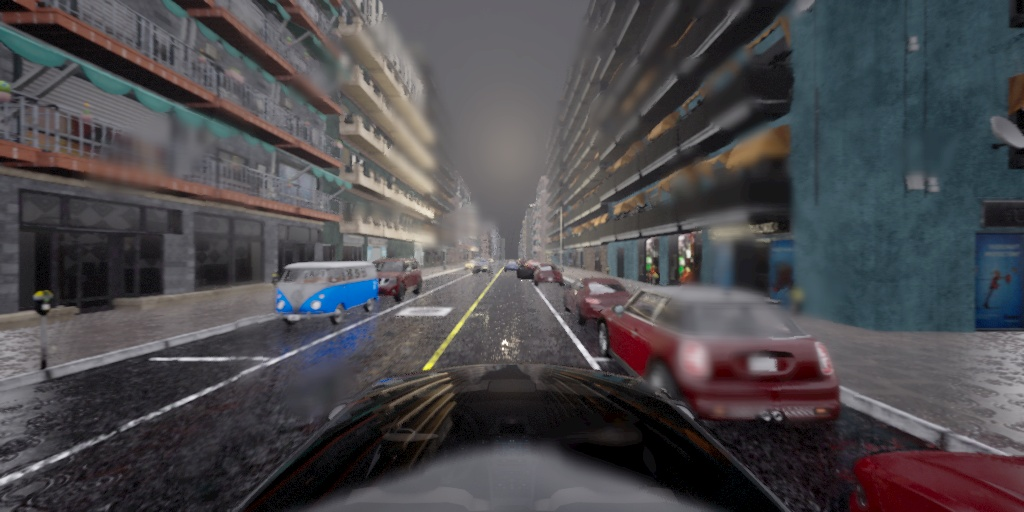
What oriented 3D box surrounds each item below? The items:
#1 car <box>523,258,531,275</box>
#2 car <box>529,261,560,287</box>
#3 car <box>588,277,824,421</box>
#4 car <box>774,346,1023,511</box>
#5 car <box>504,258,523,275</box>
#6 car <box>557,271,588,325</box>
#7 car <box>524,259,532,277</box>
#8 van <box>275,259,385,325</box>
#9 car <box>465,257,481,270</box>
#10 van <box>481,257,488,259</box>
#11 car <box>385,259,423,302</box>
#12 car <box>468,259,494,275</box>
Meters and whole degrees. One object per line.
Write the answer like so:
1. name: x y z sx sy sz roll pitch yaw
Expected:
1. car: 2.691 1.278 45.406 1.888 1.381 4.507 0 0 0
2. car: 2.353 1.256 24.381 1.812 1.442 4.674 0 0 0
3. car: 2.690 1.183 5.771 1.967 1.591 4.097 0 0 0
4. car: 2.690 1.298 0.111 1.888 1.381 4.507 0 0 0
5. car: 0.039 1.298 46.354 1.994 1.385 4.181 0 0 0
6. car: 2.691 1.317 11.434 1.802 1.307 4.207 0 0 0
7. car: 2.691 1.277 39.740 1.888 1.381 4.507 0 0 0
8. van: -5.690 1.075 11.456 1.690 1.789 3.998 0 0 0
9. car: -5.690 1.262 50.917 1.751 1.417 4.829 0 0 0
10. van: -5.690 1.091 62.410 1.690 1.789 3.998 0 0 0
11. car: -5.690 1.046 17.115 2.192 1.841 5.009 0 0 0
12. car: -3.093 1.279 38.362 2.033 1.411 5.357 0 0 0
